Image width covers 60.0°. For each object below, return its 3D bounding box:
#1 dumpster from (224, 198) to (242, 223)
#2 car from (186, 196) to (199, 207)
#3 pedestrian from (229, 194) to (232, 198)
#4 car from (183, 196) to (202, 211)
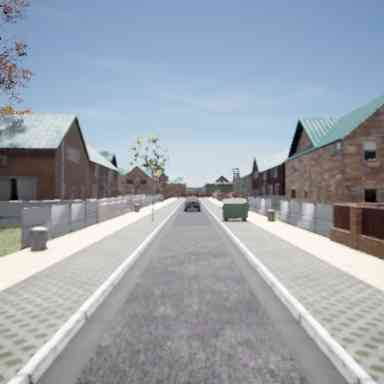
[{"bbox_3d":[2.997,1.334,24.273,1.020,1.700,1.940,-1,-1,0],"label":"dumpster"},{"bbox_3d":[0.045,1.353,49.946,1.882,1.535,5.008,0,0,1],"label":"car"},{"bbox_3d":[3.018,1.076,25.718,0.375,1.860,0.375,2,-1,-6],"label":"pedestrian"},{"bbox_3d":[0.060,1.407,38.448,1.837,1.490,4.892,0,0,1],"label":"car"}]
